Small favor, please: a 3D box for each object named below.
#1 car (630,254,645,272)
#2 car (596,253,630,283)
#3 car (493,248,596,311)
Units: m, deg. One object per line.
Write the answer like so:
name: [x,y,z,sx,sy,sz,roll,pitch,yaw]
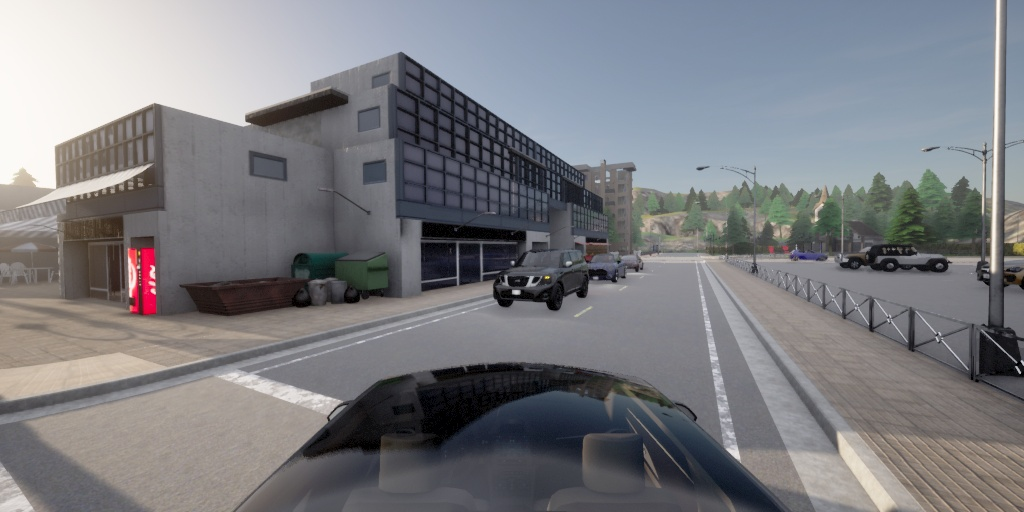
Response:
car: [10.449,0.580,31.730,1.812,1.442,4.674,0,1,27]
car: [5.822,0.641,22.604,2.097,1.767,4.553,0,1,27]
car: [1.378,0.737,13.829,2.150,2.045,5.566,0,1,27]
